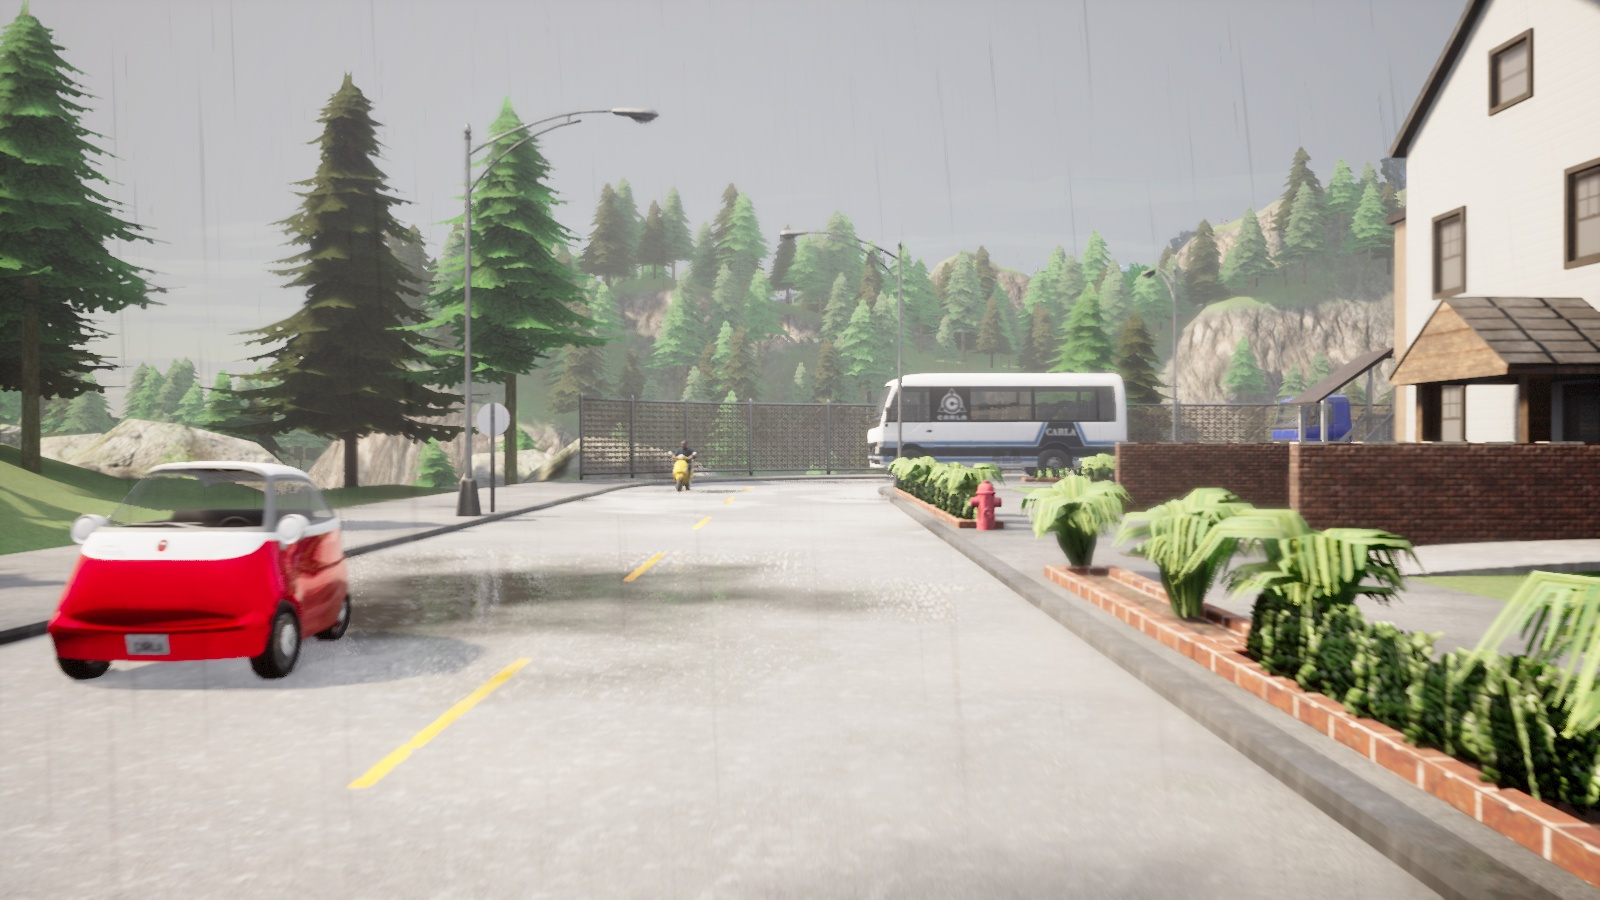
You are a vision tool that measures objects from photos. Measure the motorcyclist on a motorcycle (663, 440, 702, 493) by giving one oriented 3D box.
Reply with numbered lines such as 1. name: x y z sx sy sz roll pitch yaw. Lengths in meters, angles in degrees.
1. motorcyclist on a motorcycle: -3.607 0.480 38.625 0.866 1.590 1.817 1 0 5

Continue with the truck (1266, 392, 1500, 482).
1. truck: 23.069 -0.499 49.995 7.936 3.462 2.891 0 0 0

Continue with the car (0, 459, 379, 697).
1. car: -3.937 0.750 8.415 1.481 1.376 2.207 0 0 0

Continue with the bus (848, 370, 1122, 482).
1. bus: 7.147 -0.905 49.967 10.273 4.253 3.944 0 0 -1
